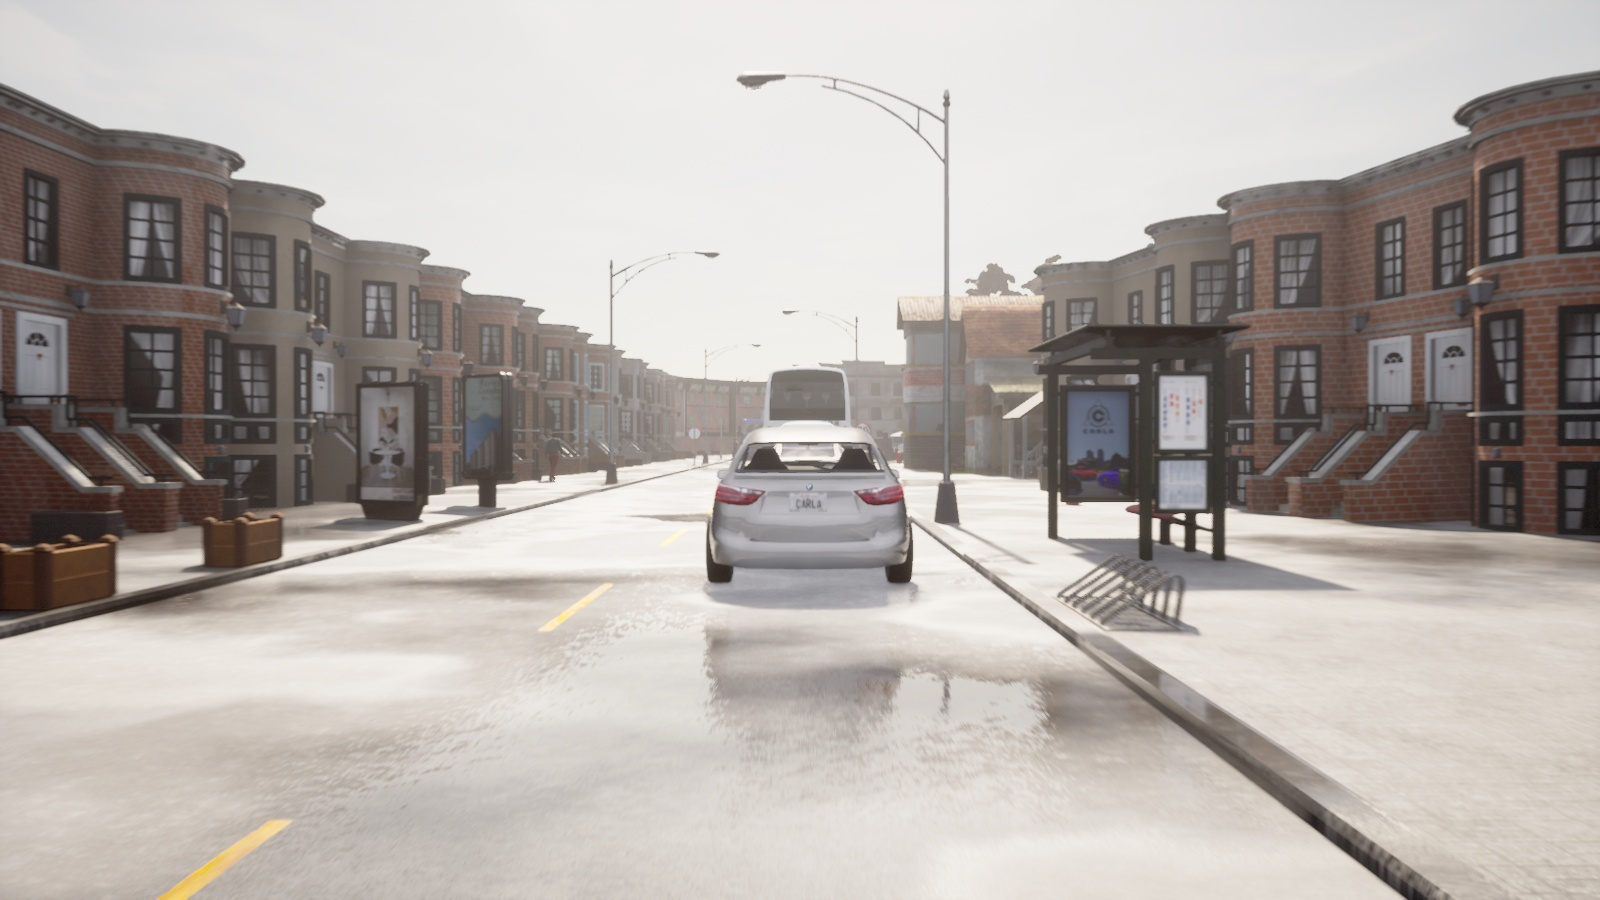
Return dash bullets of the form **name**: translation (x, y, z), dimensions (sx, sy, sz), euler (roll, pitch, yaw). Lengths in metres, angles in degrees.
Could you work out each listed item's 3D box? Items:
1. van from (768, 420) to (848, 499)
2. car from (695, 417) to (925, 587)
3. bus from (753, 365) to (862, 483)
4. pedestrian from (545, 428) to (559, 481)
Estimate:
- **van**: translation (0.212, 0.235, 34.651), dimensions (2.069, 2.038, 4.480), euler (0, 0, 0)
- **car**: translation (0.099, 0.492, 14.594), dimensions (2.242, 1.667, 4.611), euler (0, 0, 0)
- **bus**: translation (0.302, -0.972, 50.589), dimensions (3.944, 4.253, 10.273), euler (0, 0, 0)
- **pedestrian**: translation (-8.740, 0.149, 44.254), dimensions (0.353, 1.847, 0.614), euler (0, 0, 4)
